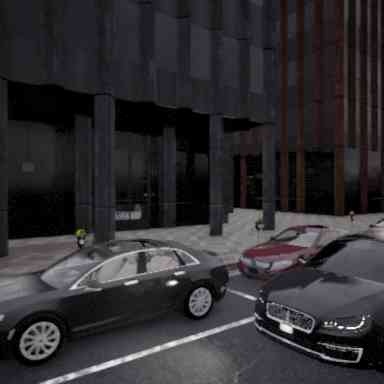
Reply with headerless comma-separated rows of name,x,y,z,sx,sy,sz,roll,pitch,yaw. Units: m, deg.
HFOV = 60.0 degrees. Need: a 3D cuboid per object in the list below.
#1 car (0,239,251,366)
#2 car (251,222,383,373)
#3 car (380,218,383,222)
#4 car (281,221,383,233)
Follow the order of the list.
car,-1.334,1.545,5.696,4.403,1.369,2.008,0,0,-35
car,3.180,1.489,5.634,4.892,1.490,1.837,0,0,-35
car,7.552,1.543,12.033,4.206,1.307,1.802,0,0,-35
car,3.109,1.559,8.865,4.206,1.307,1.802,0,0,-35
